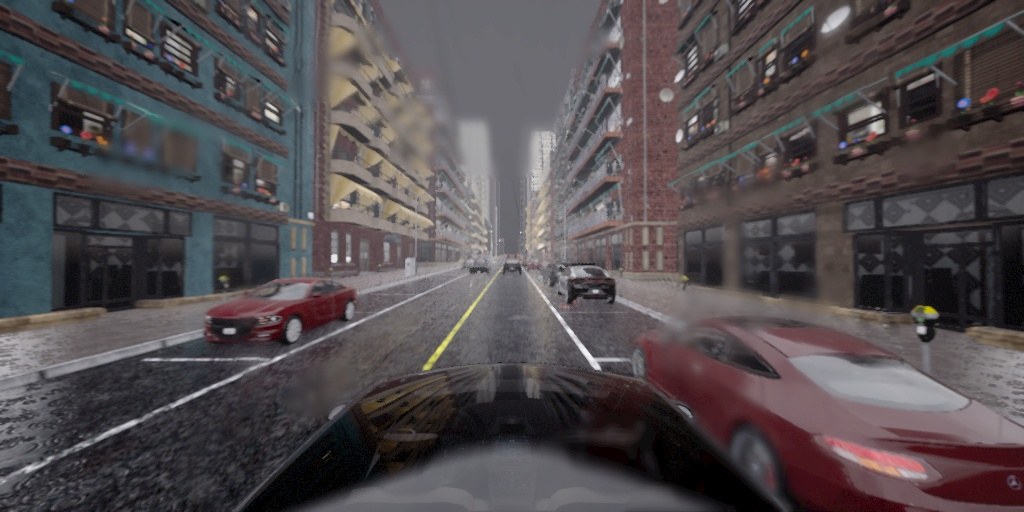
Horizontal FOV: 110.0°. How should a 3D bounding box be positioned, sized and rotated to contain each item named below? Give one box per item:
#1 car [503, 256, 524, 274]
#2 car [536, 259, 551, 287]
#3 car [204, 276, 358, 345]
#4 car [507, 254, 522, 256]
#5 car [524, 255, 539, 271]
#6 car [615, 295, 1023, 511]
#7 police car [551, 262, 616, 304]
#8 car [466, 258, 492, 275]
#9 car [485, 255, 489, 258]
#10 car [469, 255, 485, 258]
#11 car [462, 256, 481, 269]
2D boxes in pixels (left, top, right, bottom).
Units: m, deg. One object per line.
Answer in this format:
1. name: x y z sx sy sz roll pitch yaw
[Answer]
1. car: 0.044 1.026 37.682 1.882 1.535 5.008 0 1 0
2. car: 3.010 1.136 23.196 1.837 1.490 4.892 0 1 -5
3. car: -5.691 1.253 9.459 1.888 1.381 4.507 0 0 0
4. car: 0.076 0.642 58.457 2.150 2.045 5.566 0 0 0
5. car: 2.693 0.959 42.754 1.967 1.591 4.097 0 0 0
6. car: 2.690 1.320 3.970 1.802 1.307 4.207 0 0 0
7. police car: 3.133 1.096 16.026 1.930 1.638 5.238 0 0 0
8. car: -3.082 1.161 35.636 1.895 1.301 4.718 0 0 0
9. car: -5.687 0.914 64.694 1.751 1.417 4.829 0 0 0
10. car: -5.688 0.770 53.783 2.192 1.841 5.009 0 0 0
11. car: -5.688 1.038 48.243 2.007 1.370 4.403 0 0 0
